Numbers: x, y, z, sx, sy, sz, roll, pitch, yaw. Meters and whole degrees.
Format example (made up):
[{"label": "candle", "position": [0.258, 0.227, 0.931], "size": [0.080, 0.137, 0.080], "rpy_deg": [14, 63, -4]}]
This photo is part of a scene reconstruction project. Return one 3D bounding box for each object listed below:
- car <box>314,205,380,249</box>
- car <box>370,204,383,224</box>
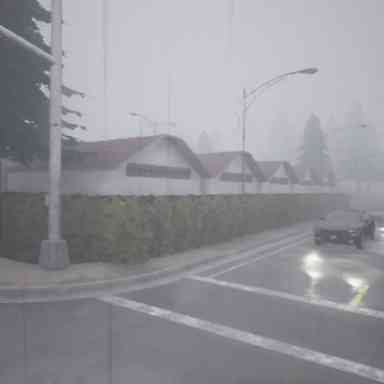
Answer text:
[{"label": "car", "position": [7.090, 1.535, 15.274], "size": [1.882, 1.535, 5.008], "rpy_deg": [1, 1, 36]}, {"label": "car", "position": [13.609, 1.603, 24.319], "size": [2.033, 1.411, 5.357], "rpy_deg": [1, 1, 36]}]
